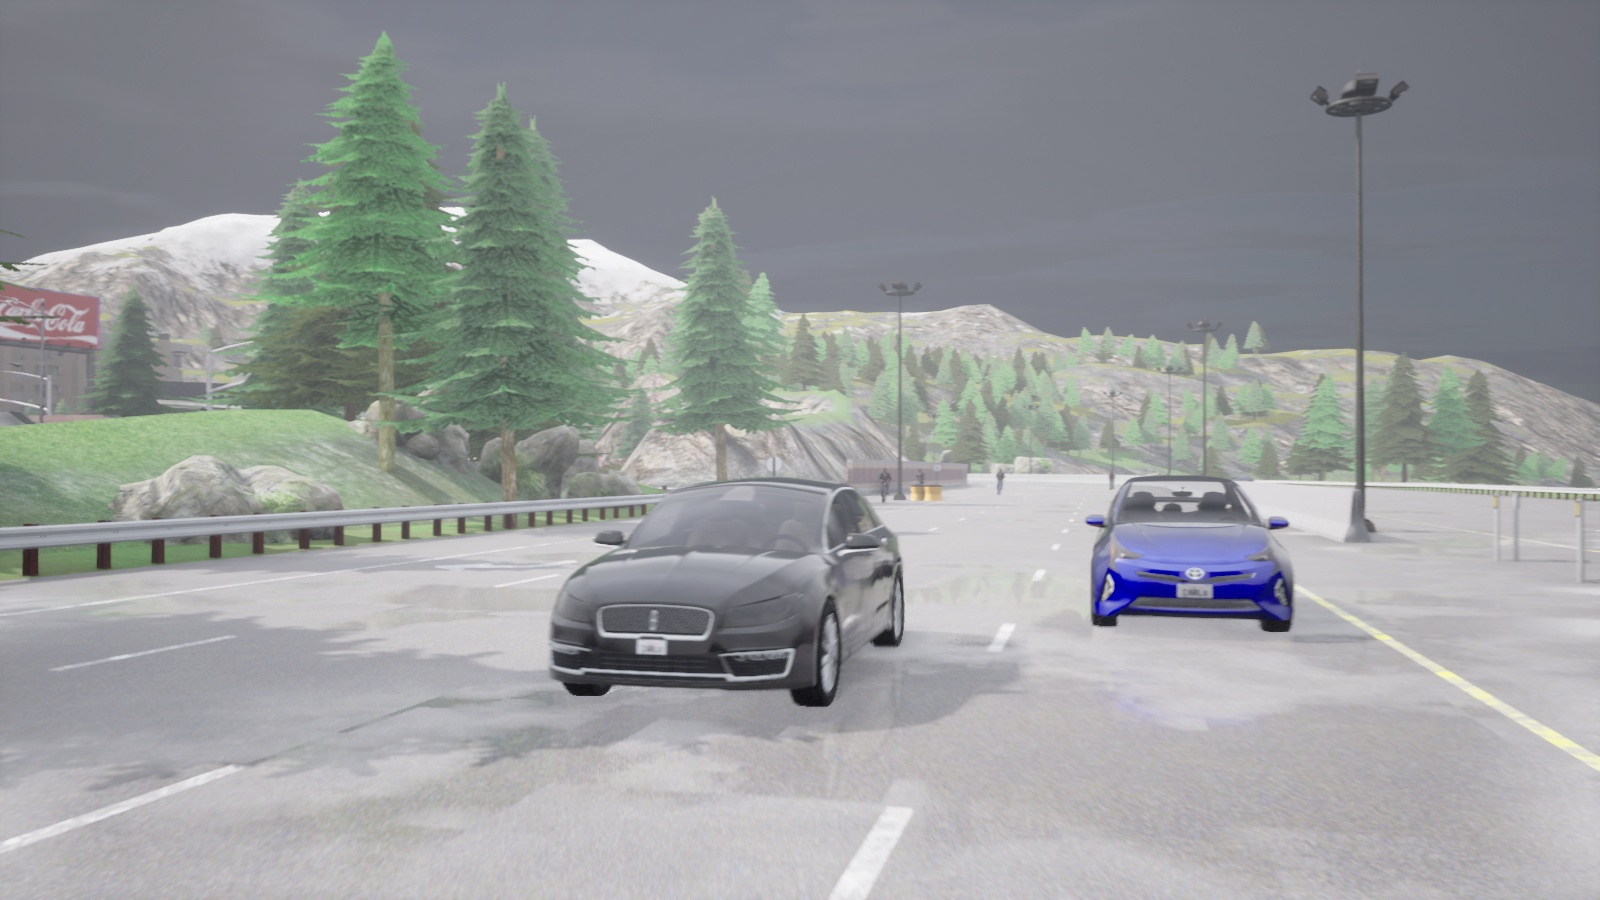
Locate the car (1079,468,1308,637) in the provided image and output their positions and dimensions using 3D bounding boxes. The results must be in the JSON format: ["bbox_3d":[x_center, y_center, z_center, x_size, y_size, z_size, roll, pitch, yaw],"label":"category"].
[{"bbox_3d":[4.128,0.969,13.785,2.007,1.525,4.514,-1,-1,13],"label":"car"}]

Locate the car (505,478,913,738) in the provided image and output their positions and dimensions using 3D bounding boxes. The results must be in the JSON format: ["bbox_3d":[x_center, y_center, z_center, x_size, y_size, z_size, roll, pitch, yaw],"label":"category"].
[{"bbox_3d":[-0.373,0.988,9.971,1.837,1.490,4.892,-1,-1,13],"label":"car"}]
